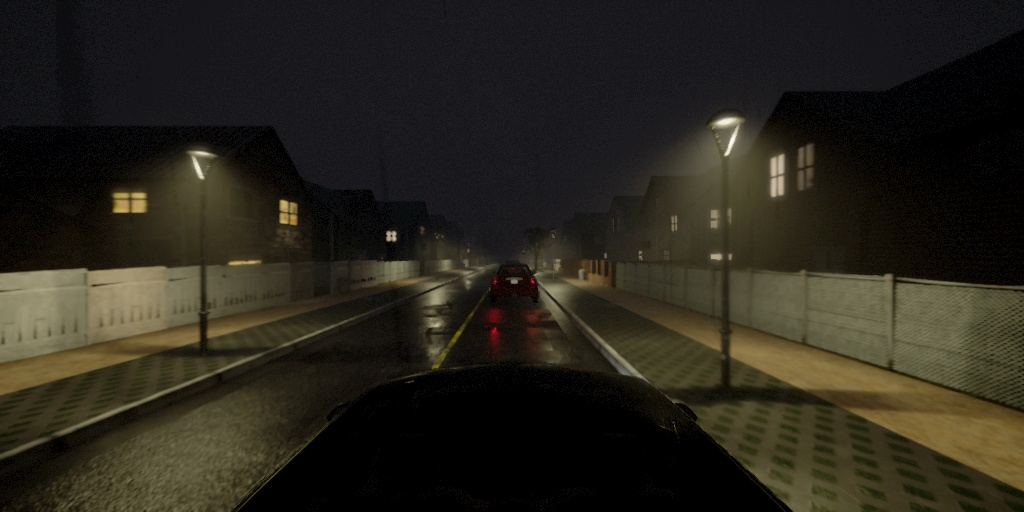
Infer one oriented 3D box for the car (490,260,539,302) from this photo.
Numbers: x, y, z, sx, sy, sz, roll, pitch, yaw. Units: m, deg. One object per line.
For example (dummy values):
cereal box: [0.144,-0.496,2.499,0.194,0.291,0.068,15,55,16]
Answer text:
car: [0.097,1.113,17.178,2.097,1.767,4.553,0,0,0]
